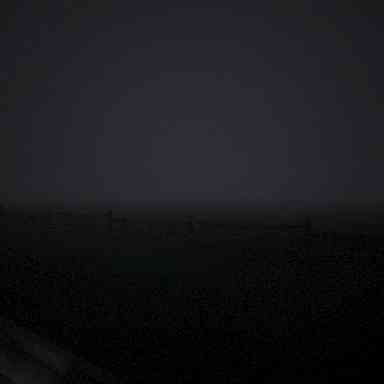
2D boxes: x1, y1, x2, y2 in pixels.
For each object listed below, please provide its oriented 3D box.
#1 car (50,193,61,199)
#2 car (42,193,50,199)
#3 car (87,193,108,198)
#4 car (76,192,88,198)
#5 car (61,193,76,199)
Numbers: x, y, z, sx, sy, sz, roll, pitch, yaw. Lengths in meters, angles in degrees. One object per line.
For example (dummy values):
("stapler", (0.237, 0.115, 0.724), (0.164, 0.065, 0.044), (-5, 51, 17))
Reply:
("car", (-34.042, 1.131, 86.777), (1.882, 1.535, 5.008), (0, 0, 12))
("car", (-37.459, 1.140, 87.533), (1.837, 1.490, 4.892), (0, 0, 12))
("car", (-23.790, 1.171, 84.510), (1.882, 1.535, 5.008), (0, 0, 12))
("car", (-27.093, 1.037, 85.778), (2.097, 1.767, 4.553), (0, 0, 12))
("car", (-30.625, 1.217, 86.022), (2.033, 1.411, 5.357), (0, 0, 12))
